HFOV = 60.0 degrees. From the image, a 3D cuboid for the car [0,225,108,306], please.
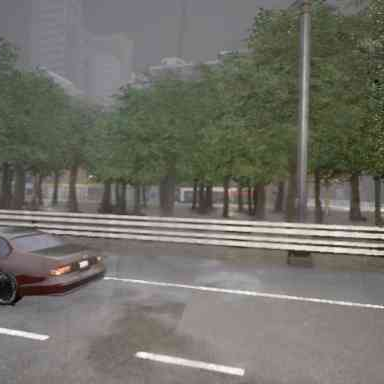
[{"bbox_3d":[-4.651,1.496,7.636,5.357,1.411,2.033,1,0,16],"label":"car"}]
